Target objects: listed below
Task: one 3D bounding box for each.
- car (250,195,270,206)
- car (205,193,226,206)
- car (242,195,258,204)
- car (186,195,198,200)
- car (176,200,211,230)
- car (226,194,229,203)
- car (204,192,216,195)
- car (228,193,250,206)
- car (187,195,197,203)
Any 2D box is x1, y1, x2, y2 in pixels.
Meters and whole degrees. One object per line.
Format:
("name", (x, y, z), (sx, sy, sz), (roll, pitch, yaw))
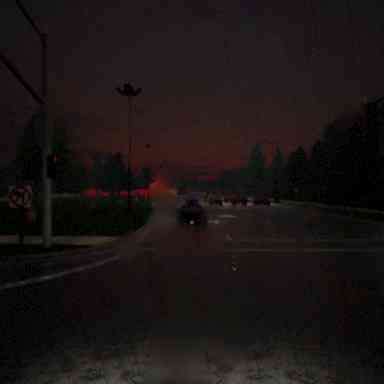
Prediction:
("car", (10.499, 1.345, 50.360), (1.994, 1.385, 4.181), (0, 0, 0))
("car", (3.499, 1.274, 49.943), (2.128, 1.511, 4.902), (0, 0, 0))
("car", (10.499, 1.285, 60.361), (2.033, 1.411, 5.357), (0, 0, 0))
("car", (-0.001, 1.381, 50.390), (1.895, 1.301, 4.718), (0, 0, 0))
("car", (0.000, 1.438, 20.149), (1.812, 1.442, 4.674), (0, 0, 0))
("car", (6.999, 1.089, 60.330), (2.097, 1.767, 4.553), (0, 0, 0))
("car", (3.499, 0.958, 60.389), (2.150, 2.045, 5.566), (0, 0, 0))
("car", (6.999, 1.287, 49.943), (1.837, 1.490, 4.892), (0, 0, 0))
("car", (-0.001, 1.263, 60.361), (1.812, 1.442, 4.674), (0, 0, 0))
